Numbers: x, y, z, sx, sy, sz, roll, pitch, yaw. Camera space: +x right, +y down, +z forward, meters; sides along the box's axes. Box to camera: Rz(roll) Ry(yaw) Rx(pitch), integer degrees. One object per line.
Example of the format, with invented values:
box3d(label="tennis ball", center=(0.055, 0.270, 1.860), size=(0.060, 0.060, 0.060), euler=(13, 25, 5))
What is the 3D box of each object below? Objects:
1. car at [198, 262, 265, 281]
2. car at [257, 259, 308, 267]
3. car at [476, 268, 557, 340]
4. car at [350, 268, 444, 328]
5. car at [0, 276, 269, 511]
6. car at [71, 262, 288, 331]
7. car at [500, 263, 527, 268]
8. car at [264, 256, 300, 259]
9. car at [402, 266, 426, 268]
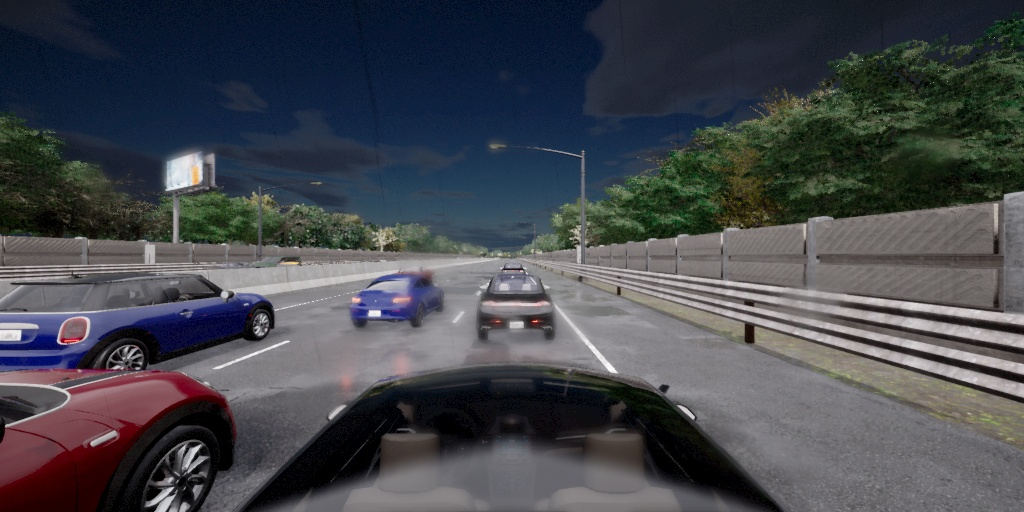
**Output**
box3d(label="car", center=(-24.602, 1.274, 31.741), size=(2.128, 1.511, 4.902), euler=(0, 0, 0))
box3d(label="car", center=(-17.601, 1.252, 28.319), size=(1.882, 1.535, 5.008), euler=(0, 0, 0))
box3d(label="car", center=(0.100, 1.244, 9.978), size=(2.128, 1.511, 4.902), euler=(0, 0, 0))
box3d(label="car", center=(-3.405, 1.280, 11.295), size=(1.812, 1.442, 4.674), euler=(0, 0, 1))
box3d(label="car", center=(-3.405, 1.102, 1.177), size=(2.097, 1.767, 4.553), euler=(0, 0, 0))
box3d(label="car", center=(-6.896, 1.104, 7.022), size=(2.097, 1.767, 4.553), euler=(0, 0, -1))
box3d(label="car", center=(0.093, 1.264, 27.217), size=(2.128, 1.511, 4.902), euler=(0, 0, 0))
box3d(label="car", center=(-21.102, 1.005, 32.233), size=(2.150, 2.045, 5.566), euler=(0, 0, 0))
box3d(label="car", center=(-6.905, 1.371, 25.639), size=(1.895, 1.301, 4.718), euler=(0, 0, 1))
